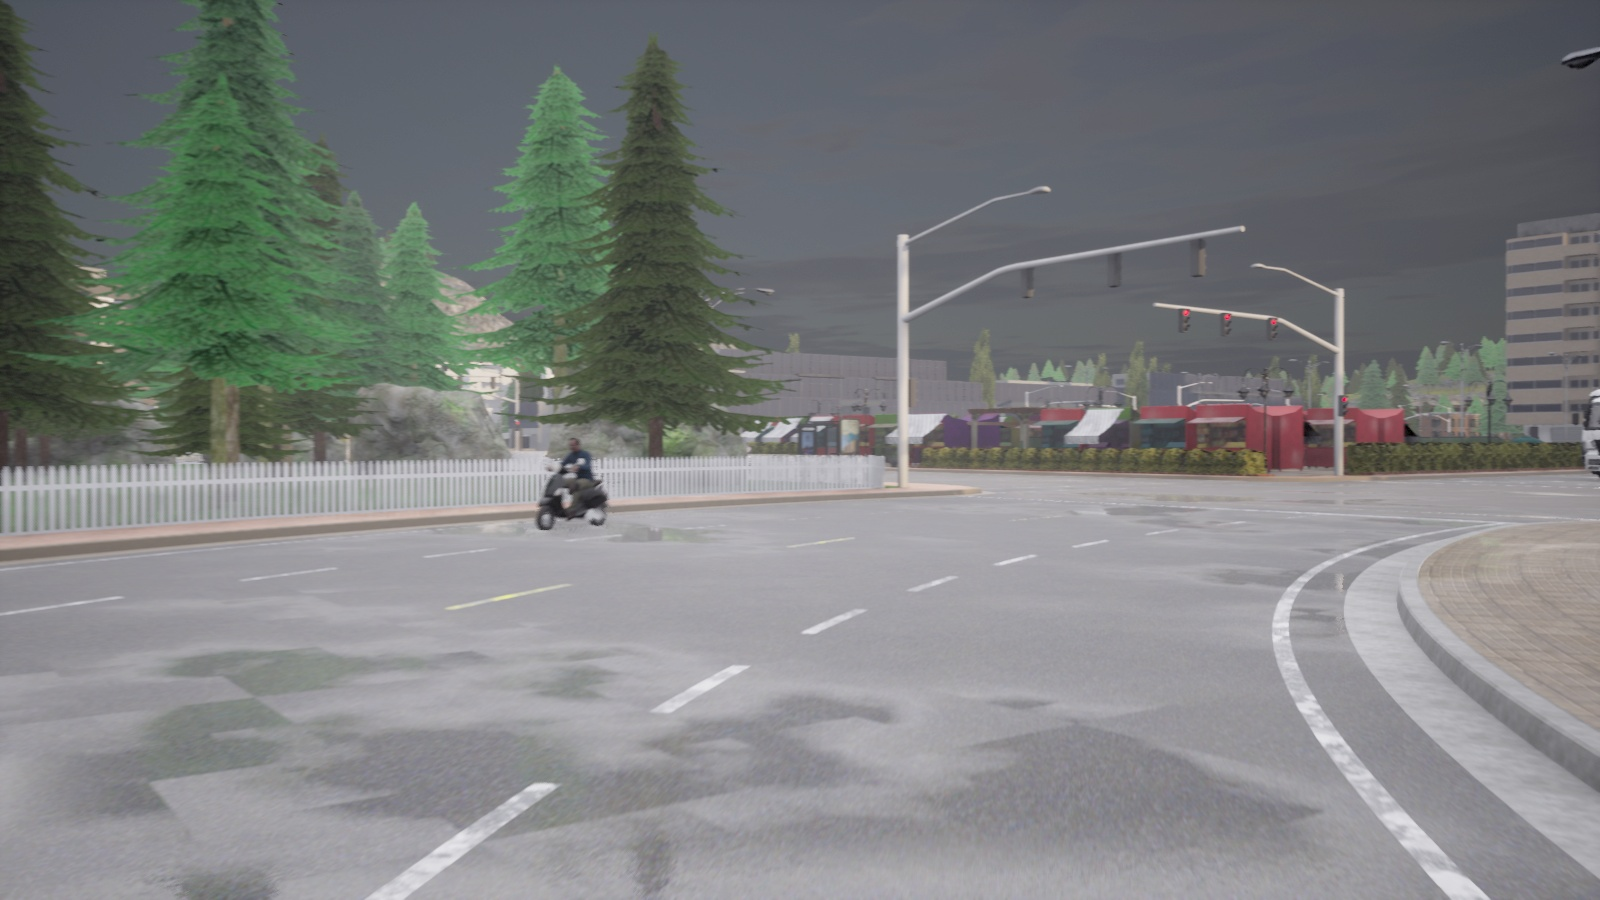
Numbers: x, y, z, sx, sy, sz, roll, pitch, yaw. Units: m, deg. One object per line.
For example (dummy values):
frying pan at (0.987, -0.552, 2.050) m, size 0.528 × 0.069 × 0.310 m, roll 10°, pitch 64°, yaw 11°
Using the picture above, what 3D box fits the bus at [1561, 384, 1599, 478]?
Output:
bus at (40.510, -0.886, 59.663) m, size 10.273 × 4.253 × 3.944 m, roll 0°, pitch 0°, yaw -37°

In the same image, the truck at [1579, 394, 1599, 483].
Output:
truck at (34.948, -0.454, 51.037) m, size 7.936 × 3.462 × 2.891 m, roll 0°, pitch 0°, yaw -37°

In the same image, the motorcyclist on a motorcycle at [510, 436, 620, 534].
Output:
motorcyclist on a motorcycle at (-4.022, 0.569, 21.603) m, size 0.866 × 1.590 × 1.817 m, roll 1°, pitch 1°, yaw 32°
